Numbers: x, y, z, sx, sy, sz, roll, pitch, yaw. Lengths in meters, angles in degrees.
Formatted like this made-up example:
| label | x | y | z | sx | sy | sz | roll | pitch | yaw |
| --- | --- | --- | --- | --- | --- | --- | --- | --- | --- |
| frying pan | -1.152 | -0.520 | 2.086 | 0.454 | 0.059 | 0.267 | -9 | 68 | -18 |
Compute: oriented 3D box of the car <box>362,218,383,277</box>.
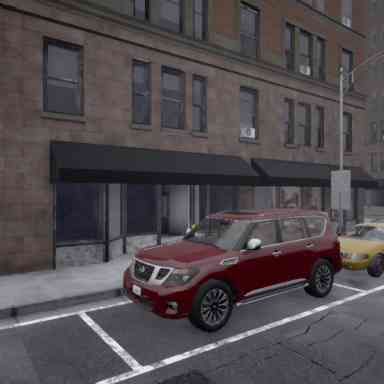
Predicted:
| label | x | y | z | sx | sy | sz | roll | pitch | yaw |
| --- | --- | --- | --- | --- | --- | --- | --- | --- | --- |
| car | 5.612 | 1.525 | 10.200 | 4.829 | 1.417 | 1.752 | 0 | 0 | -35 |

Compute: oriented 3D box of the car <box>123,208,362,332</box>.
| label | x | y | z | sx | sy | sz | roll | pitch | yaw |
| --- | --- | --- | --- | --- | --- | --- | --- | --- | --- |
| car | 1.127 | 1.315 | 7.003 | 5.009 | 1.841 | 2.192 | 0 | 0 | -35 |
